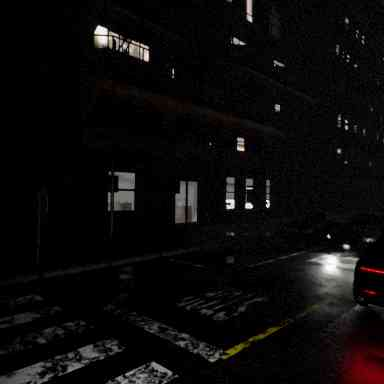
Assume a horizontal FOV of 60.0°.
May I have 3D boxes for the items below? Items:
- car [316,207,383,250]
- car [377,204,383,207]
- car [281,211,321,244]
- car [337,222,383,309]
[{"bbox_3d":[7.385,1.561,13.718,5.357,1.411,2.033,0,0,-45],"label":"car"},{"bbox_3d":[13.652,1.547,23.575,4.829,1.417,1.752,0,1,-45],"label":"car"},{"bbox_3d":[5.909,1.600,15.886,4.206,1.307,1.802,0,1,-45],"label":"car"},{"bbox_3d":[5.007,1.509,6.988,4.892,1.490,1.837,0,0,-45],"label":"car"}]
